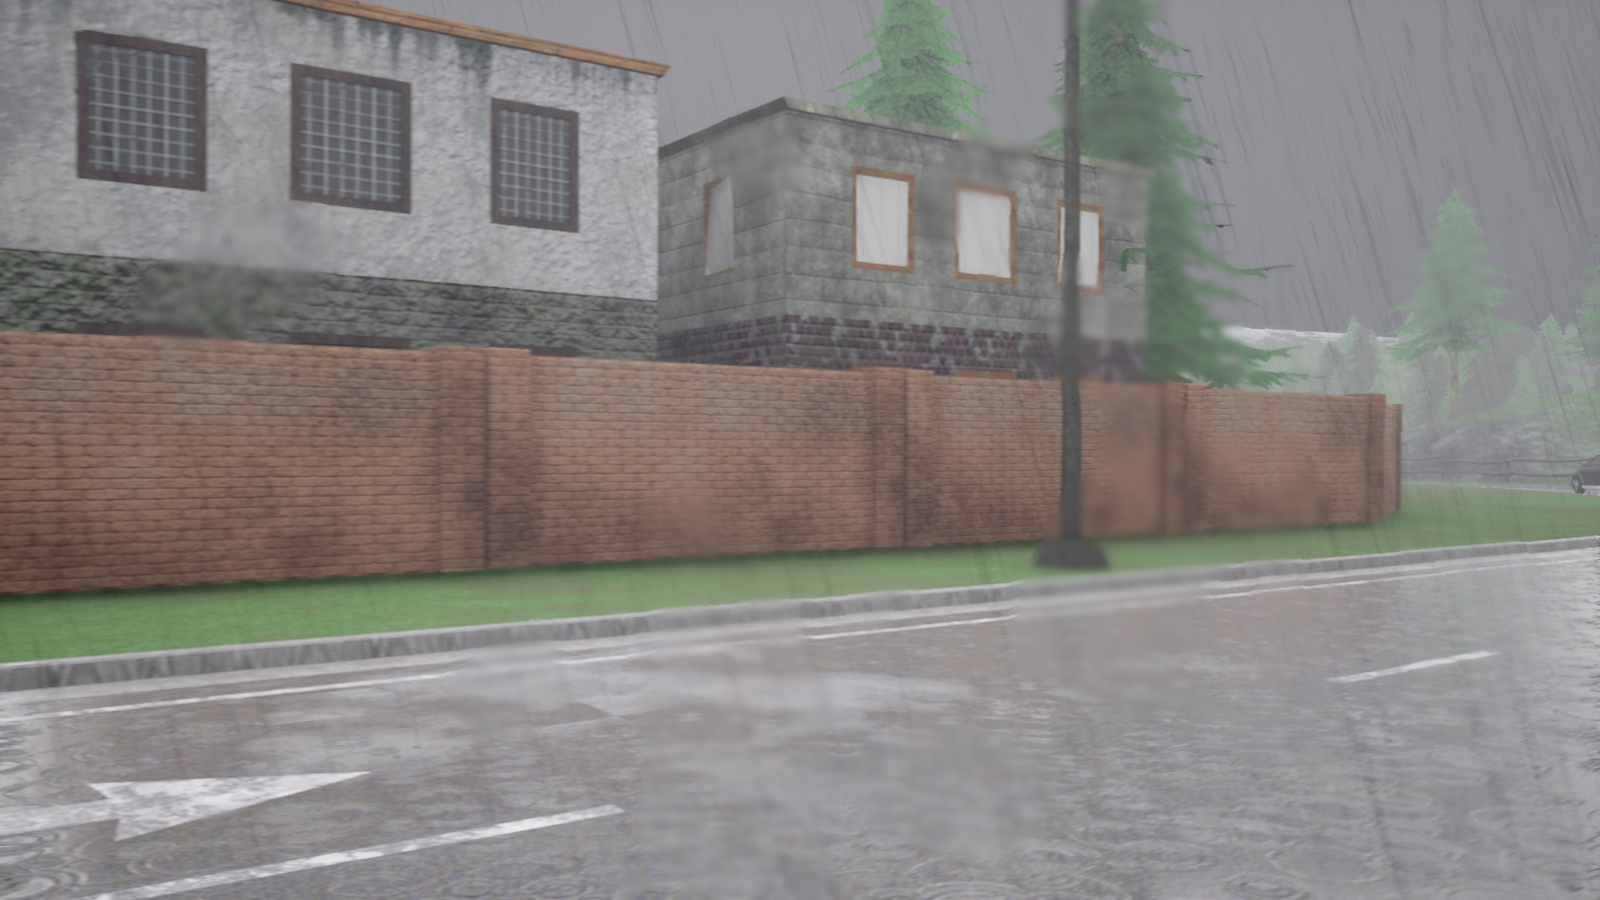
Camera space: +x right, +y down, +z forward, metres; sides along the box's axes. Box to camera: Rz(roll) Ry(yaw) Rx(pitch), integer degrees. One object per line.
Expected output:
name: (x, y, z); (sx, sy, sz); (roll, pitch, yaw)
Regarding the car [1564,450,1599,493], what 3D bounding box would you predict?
car: (29.909, 0.770, 46.127); (1.789, 1.549, 3.705); (0, 0, 7)
